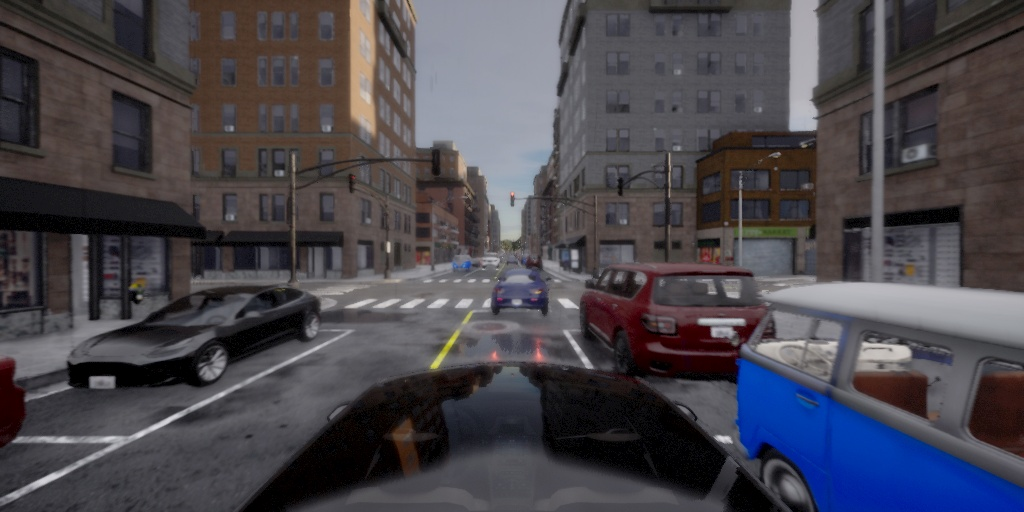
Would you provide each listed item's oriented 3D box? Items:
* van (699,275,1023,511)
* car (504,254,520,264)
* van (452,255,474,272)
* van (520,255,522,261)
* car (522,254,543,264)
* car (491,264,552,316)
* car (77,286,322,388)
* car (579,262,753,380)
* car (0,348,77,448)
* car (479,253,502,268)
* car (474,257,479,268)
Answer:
[{"bbox_3d":[2.638,1.093,1.388,1.690,1.789,3.998,0,0,0],"label":"van"},{"bbox_3d":[0.051,0.801,63.686,1.994,1.385,4.181,0,0,0],"label":"car"},{"bbox_3d":[-5.409,0.785,38.861,1.690,1.789,3.998,0,0,0],"label":"van"},{"bbox_3d":[2.688,0.605,60.487,1.690,1.789,3.998,0,0,0],"label":"van"},{"bbox_3d":[2.703,0.714,44.269,2.192,1.841,5.009,0,0,0],"label":"car"},{"bbox_3d":[0.434,1.184,12.933,1.812,1.442,4.674,0,0,7],"label":"car"},{"bbox_3d":[-5.388,1.274,6.898,1.948,1.339,4.313,0,0,0],"label":"car"},{"bbox_3d":[2.637,1.022,6.899,2.192,1.841,5.009,0,0,0],"label":"car"},{"bbox_3d":[-5.387,1.298,1.388,1.888,1.381,4.507,0,0,0],"label":"car"},{"bbox_3d":[-2.840,0.584,48.675,2.150,2.045,5.566,0,1,0],"label":"car"},{"bbox_3d":[-5.407,0.920,49.673,1.948,1.339,4.313,0,0,0],"label":"car"}]
